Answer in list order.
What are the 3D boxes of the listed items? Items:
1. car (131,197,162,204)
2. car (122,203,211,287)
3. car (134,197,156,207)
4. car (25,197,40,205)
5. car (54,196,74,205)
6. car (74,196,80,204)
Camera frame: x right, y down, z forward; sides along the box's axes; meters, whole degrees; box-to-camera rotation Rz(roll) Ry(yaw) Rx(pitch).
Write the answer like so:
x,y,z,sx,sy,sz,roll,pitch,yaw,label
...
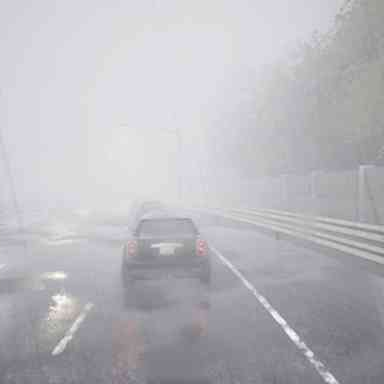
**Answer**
x,y,z,sx,sy,sz,roll,pitch,yaw,label
-2.858,1.351,22.930,2.097,1.767,4.553,-1,0,-12,car
-0.779,1.351,9.637,2.097,1.767,4.553,-1,0,-6,car
-7.594,1.544,54.199,2.033,1.411,5.357,-1,0,9,car
-31.785,1.800,66.406,2.128,1.511,4.902,-1,0,-40,car
-24.382,1.737,62.518,2.033,1.411,5.357,-1,0,-35,car
-24.842,1.661,68.957,1.882,1.535,5.008,-1,0,-40,car
